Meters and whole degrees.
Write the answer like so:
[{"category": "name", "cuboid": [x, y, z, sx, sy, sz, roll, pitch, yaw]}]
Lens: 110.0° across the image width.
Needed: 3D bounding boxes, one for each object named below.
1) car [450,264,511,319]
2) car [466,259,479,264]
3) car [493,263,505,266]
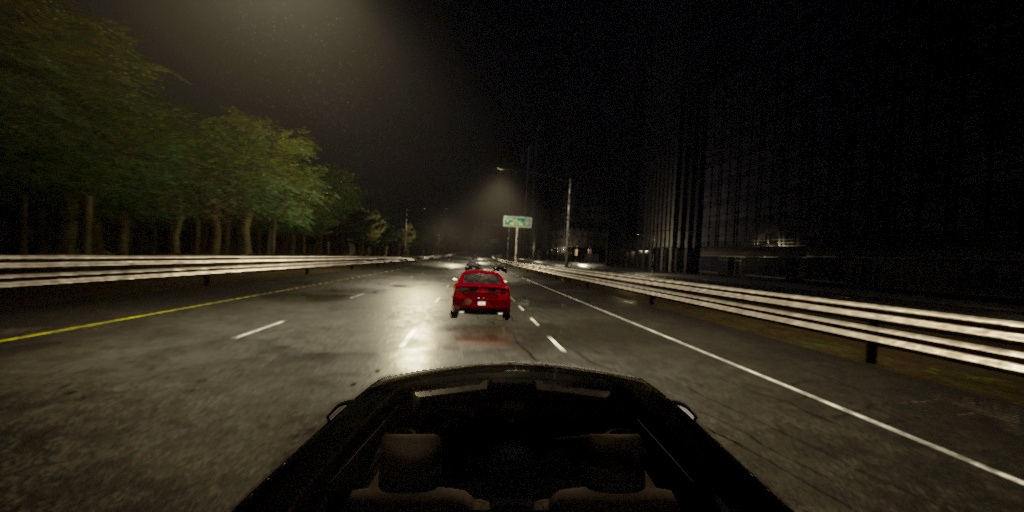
[{"category": "car", "cuboid": [-1.172, 1.257, 13.091, 1.882, 1.535, 5.008, 3, 0, -7]}, {"category": "car", "cuboid": [-4.630, 1.386, 42.892, 1.994, 1.385, 4.181, 3, 0, -7]}, {"category": "car", "cuboid": [-1.810, 1.621, 49.805, 1.895, 1.301, 4.718, 3, 0, -7]}]
